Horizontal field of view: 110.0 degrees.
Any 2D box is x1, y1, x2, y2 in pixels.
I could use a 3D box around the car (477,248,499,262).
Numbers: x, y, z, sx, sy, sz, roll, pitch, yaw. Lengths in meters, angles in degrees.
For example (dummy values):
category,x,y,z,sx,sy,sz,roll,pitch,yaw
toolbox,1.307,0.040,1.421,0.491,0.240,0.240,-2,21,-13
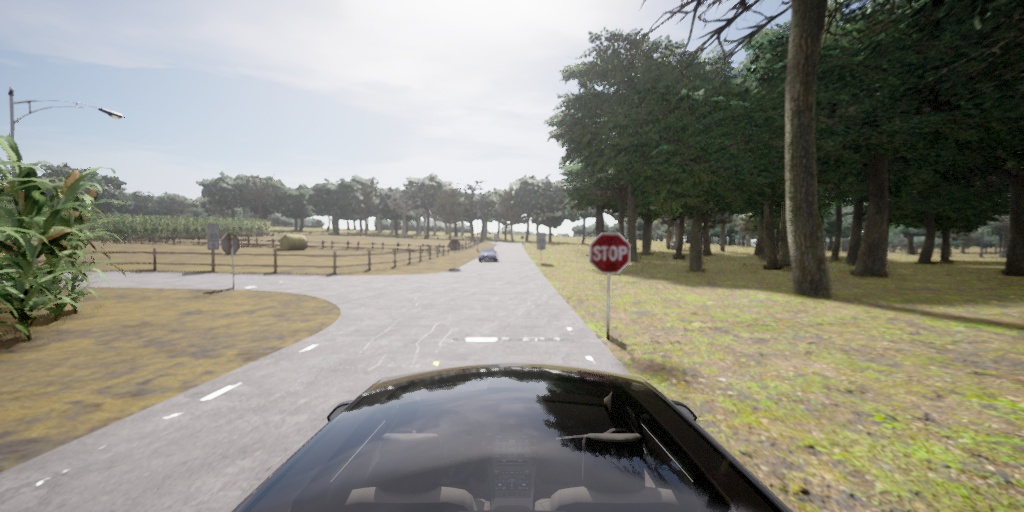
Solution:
category,x,y,z,sx,sy,sz,roll,pitch,yaw
car,-2.459,-0.137,37.637,1.812,1.442,4.674,0,3,0
